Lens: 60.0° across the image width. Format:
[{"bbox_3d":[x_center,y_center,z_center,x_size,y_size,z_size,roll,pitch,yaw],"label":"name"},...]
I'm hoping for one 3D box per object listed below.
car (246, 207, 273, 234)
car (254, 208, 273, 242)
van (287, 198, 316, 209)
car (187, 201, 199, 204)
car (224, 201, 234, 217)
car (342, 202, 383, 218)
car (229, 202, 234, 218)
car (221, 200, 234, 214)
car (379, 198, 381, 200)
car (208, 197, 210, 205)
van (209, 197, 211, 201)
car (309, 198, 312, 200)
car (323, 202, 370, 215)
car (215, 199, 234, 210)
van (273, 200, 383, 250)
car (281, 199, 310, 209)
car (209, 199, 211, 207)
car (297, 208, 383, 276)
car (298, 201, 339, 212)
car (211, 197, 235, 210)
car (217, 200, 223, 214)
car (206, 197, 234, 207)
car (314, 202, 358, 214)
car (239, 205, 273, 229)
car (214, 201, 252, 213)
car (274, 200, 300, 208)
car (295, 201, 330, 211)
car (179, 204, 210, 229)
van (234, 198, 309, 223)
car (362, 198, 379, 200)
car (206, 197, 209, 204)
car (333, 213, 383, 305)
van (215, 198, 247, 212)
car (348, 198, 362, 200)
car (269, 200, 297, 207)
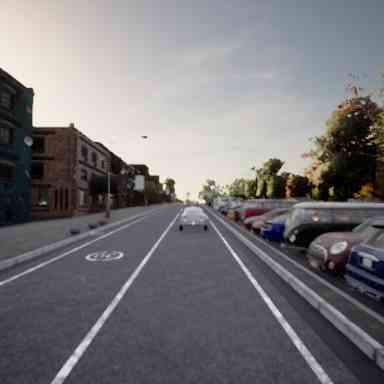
[{"bbox_3d":[5.611,1.705,17.866,4.792,1.488,2.163,0,-1,0],"label":"car"},{"bbox_3d":[5.639,1.644,15.063,5.008,1.535,2.097,0,-1,0],"label":"car"},{"bbox_3d":[18.779,1.955,57.176,4.442,1.987,1.878,0,-1,0],"label":"van"},{"bbox_3d":[0.091,1.839,41.229,2.097,1.767,4.553,0,-1,0],"label":"car"},{"bbox_3d":[5.808,1.796,29.079,5.366,1.575,1.946,0,-1,0],"label":"car"},{"bbox_3d":[18.688,1.870,34.891,5.008,1.535,2.097,0,-1,0],"label":"car"},{"bbox_3d":[5.656,1.798,26.276,4.792,1.488,2.163,0,-1,0],"label":"car"},{"bbox_3d":[5.613,1.831,31.879,5.008,1.535,2.097,0,-1,0],"label":"car"},{"bbox_3d":[18.677,1.522,26.664,5.566,2.045,2.435,0,-1,0],"label":"car"},{"bbox_3d":[5.552,2.054,57.109,4.553,1.767,2.185,0,-1,0],"label":"car"},{"bbox_3d":[5.470,1.914,54.307,4.442,1.987,1.878,0,-1,0],"label":"van"},{"bbox_3d":[18.670,2.022,46.030,5.008,1.535,2.097,0,-1,0],"label":"car"},{"bbox_3d":[18.713,1.973,40.460,4.792,1.488,2.163,0,-1,0],"label":"car"},{"bbox_3d":[5.601,1.941,40.284,4.892,1.521,2.231,0,-1,0],"label":"car"},{"bbox_3d":[5.532,1.388,12.263,4.442,1.987,1.878,0,-1,0],"label":"van"},{"bbox_3d":[18.631,2.098,59.954,4.553,1.767,2.185,0,-1,0],"label":"car"},{"bbox_3d":[5.583,2.101,51.500,4.892,1.521,2.231,0,-1,0],"label":"car"},{"bbox_3d":[5.684,1.457,9.459,4.553,1.767,2.185,0,-1,0],"label":"car"},{"bbox_3d":[18.486,2.059,48.816,5.366,1.575,1.946,0,-1,0],"label":"car"},{"bbox_3d":[5.629,1.729,43.094,5.566,2.045,2.435,0,-1,0],"label":"car"},{"bbox_3d":[5.580,1.932,37.486,4.792,1.488,2.163,0,-1,0],"label":"car"},{"bbox_3d":[5.611,2.116,68.321,5.566,2.045,2.435,0,-1,0],"label":"car"},{"bbox_3d":[18.651,2.012,43.245,4.792,1.488,2.163,0,-1,0],"label":"car"},{"bbox_3d":[5.606,1.736,20.669,4.792,1.488,2.163,0,-1,0],"label":"car"},{"bbox_3d":[5.591,2.020,45.894,5.008,1.535,2.097,0,-1,0],"label":"car"},{"bbox_3d":[18.664,2.356,65.519,4.674,1.452,2.002,0,-1,0],"label":"car"},{"bbox_3d":[18.666,2.141,51.600,4.674,1.452,2.002,0,-1,0],"label":"car"},{"bbox_3d":[0.092,1.792,23.538,1.812,1.442,4.674,0,-1,0],"label":"car"},{"bbox_3d":[5.514,1.512,23.475,4.442,1.987,1.878,0,-1,0],"label":"van"},{"bbox_3d":[18.673,1.551,29.326,5.566,2.045,2.435,0,-1,0],"label":"car"},{"bbox_3d":[5.611,1.972,59.912,5.566,2.045,2.435,0,-1,0],"label":"car"},{"bbox_3d":[5.626,1.426,6.656,4.553,1.767,2.185,0,-1,0],"label":"car"},{"bbox_3d":[5.709,1.834,48.701,4.442,1.987,1.878,0,-1,0],"label":"van"},{"bbox_3d":[18.661,1.654,37.681,5.566,2.045,2.435,0,-1,0],"label":"car"},{"bbox_3d":[18.667,2.366,68.307,5.008,1.535,2.097,0,-1,0],"label":"car"}]
